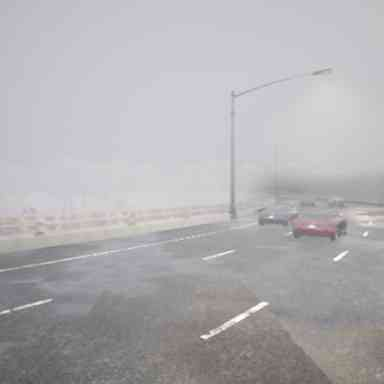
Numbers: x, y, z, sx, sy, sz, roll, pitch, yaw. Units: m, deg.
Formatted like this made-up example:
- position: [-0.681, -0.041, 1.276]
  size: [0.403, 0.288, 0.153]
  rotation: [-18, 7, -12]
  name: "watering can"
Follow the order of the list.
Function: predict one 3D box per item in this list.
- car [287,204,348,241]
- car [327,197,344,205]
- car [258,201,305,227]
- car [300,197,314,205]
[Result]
- position: [6.579, 1.540, 16.832]
  size: [1.994, 1.385, 4.181]
  rotation: [0, 0, 33]
  name: "car"
- position: [20.300, 1.464, 47.123]
  size: [1.812, 1.442, 4.674]
  rotation: [0, 0, 16]
  name: "car"
- position: [6.009, 1.528, 22.529]
  size: [1.994, 1.385, 4.181]
  rotation: [0, 0, 31]
  name: "car"
- position: [17.969, 1.489, 52.102]
  size: [1.994, 1.385, 4.181]
  rotation: [0, 0, 14]
  name: "car"
